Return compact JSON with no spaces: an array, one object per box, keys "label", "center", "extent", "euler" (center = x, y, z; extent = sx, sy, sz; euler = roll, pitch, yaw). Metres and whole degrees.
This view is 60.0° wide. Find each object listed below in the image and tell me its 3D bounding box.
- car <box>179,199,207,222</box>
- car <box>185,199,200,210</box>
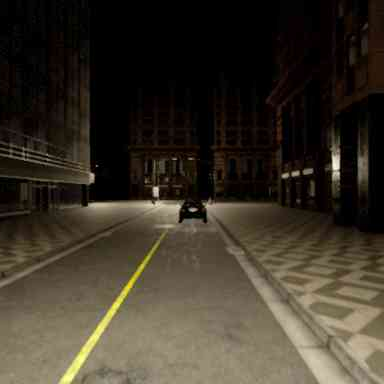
[{"label":"car","center":[0.089,1.371,26.258],"extent":[2.097,1.767,4.553],"euler":[0,0,1]},{"label":"car","center":[0.084,1.648,45.413],"extent":[1.895,1.301,4.718],"euler":[0,0,0]}]
